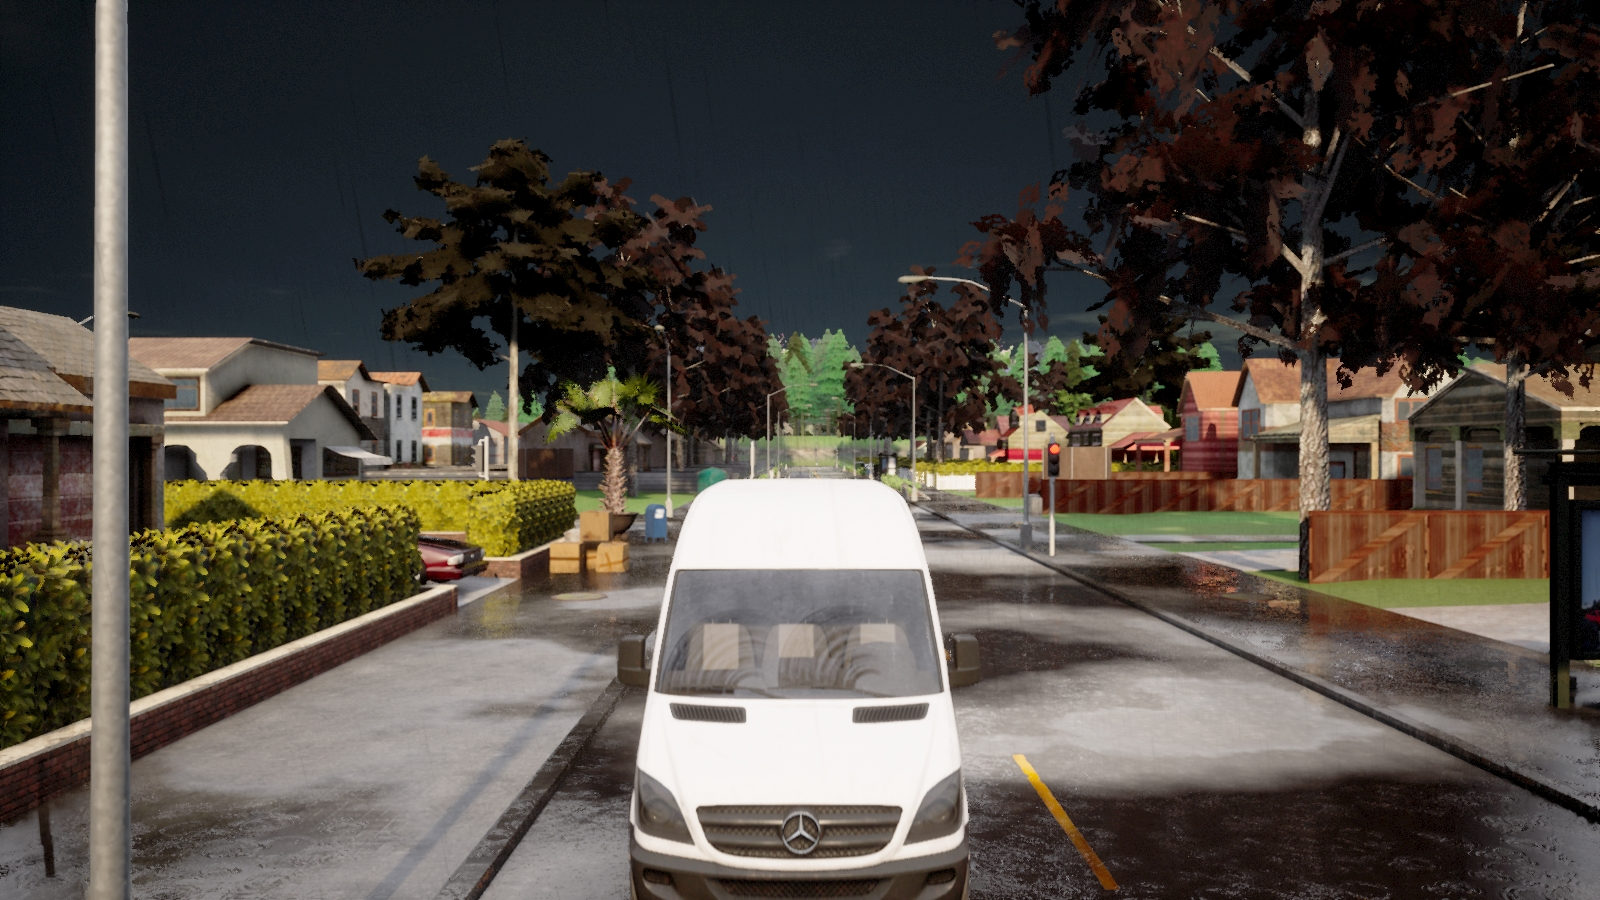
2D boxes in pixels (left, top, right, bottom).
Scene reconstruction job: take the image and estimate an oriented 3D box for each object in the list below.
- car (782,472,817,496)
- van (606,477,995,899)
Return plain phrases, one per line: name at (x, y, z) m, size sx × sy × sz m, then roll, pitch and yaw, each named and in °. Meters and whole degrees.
car at (-0.006, 2.212, 75.060) m, size 2.231 × 1.480 × 4.892 m, roll 0°, pitch 0°, yaw 0°
van at (0.002, 1.555, 8.793) m, size 1.988 × 2.561 × 5.915 m, roll 0°, pitch 0°, yaw 0°
